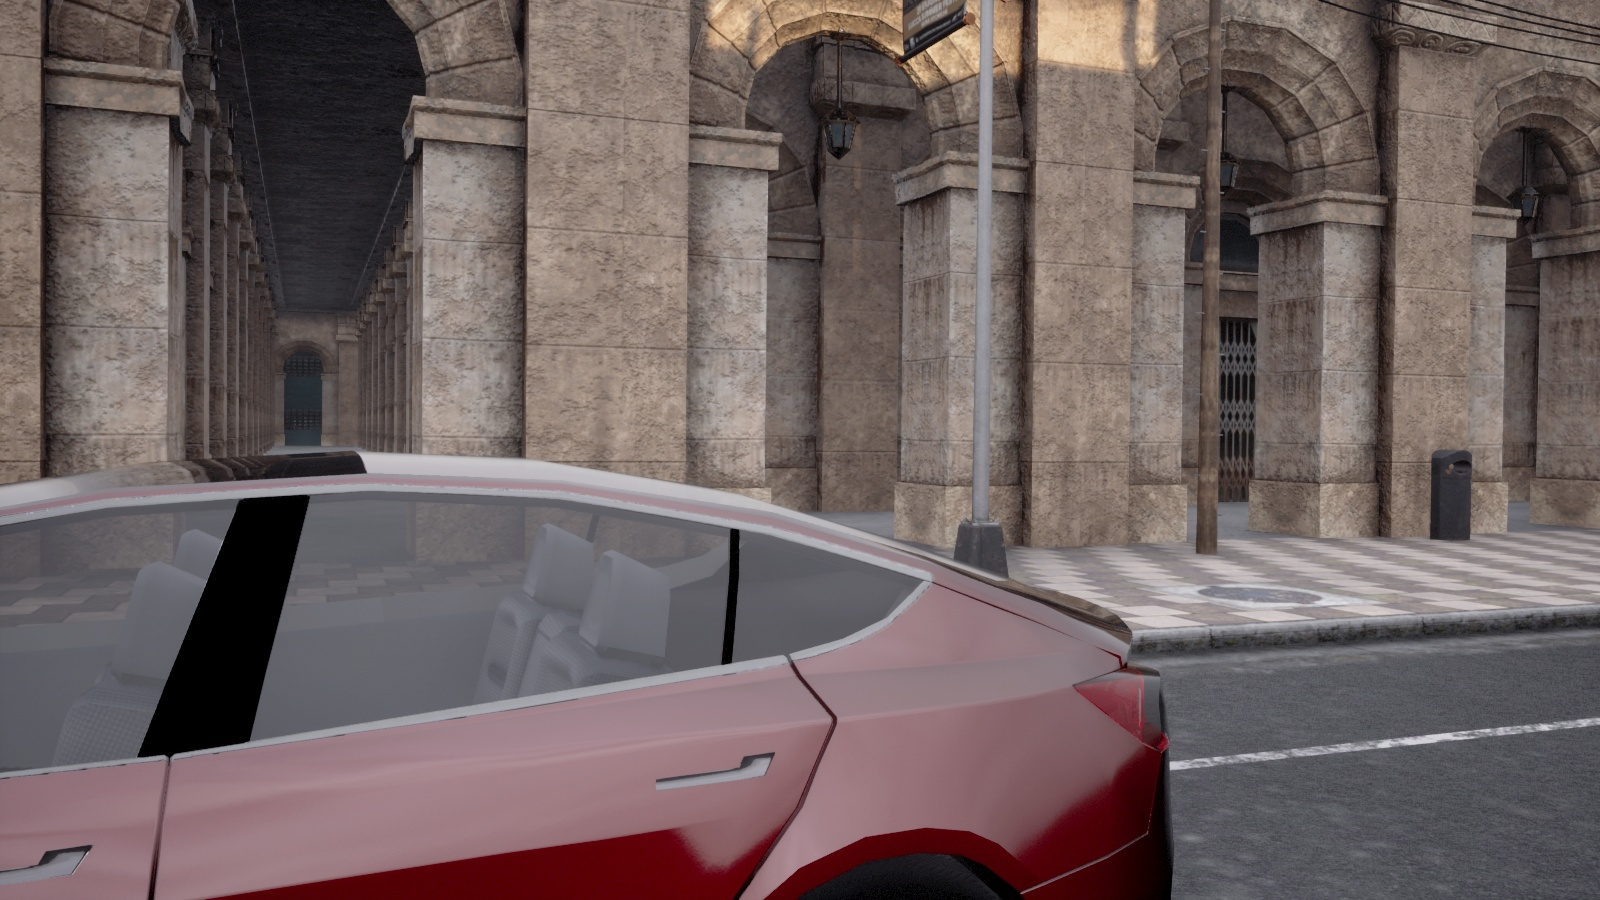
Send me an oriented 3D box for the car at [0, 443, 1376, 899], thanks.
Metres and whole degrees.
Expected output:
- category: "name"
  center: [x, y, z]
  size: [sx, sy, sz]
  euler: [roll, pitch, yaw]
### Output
- category: "car"
  center: [-1.450, 0.769, 2.707]
  size: [4.792, 1.488, 2.163]
  euler: [-1, 1, -21]
